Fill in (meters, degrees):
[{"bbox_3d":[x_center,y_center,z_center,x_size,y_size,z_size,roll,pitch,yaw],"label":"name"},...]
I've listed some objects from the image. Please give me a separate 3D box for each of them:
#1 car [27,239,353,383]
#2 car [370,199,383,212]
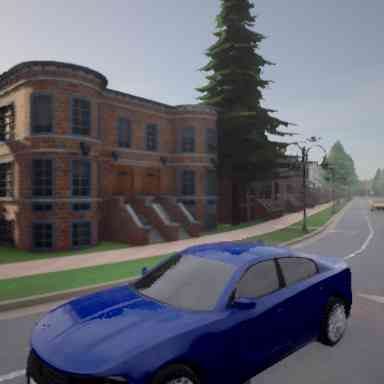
[{"bbox_3d":[0.442,1.508,4.677,5.008,1.535,1.882,0,0,-41],"label":"car"},{"bbox_3d":[22.941,1.637,40.616,1.882,1.535,5.008,0,0,27],"label":"car"}]
